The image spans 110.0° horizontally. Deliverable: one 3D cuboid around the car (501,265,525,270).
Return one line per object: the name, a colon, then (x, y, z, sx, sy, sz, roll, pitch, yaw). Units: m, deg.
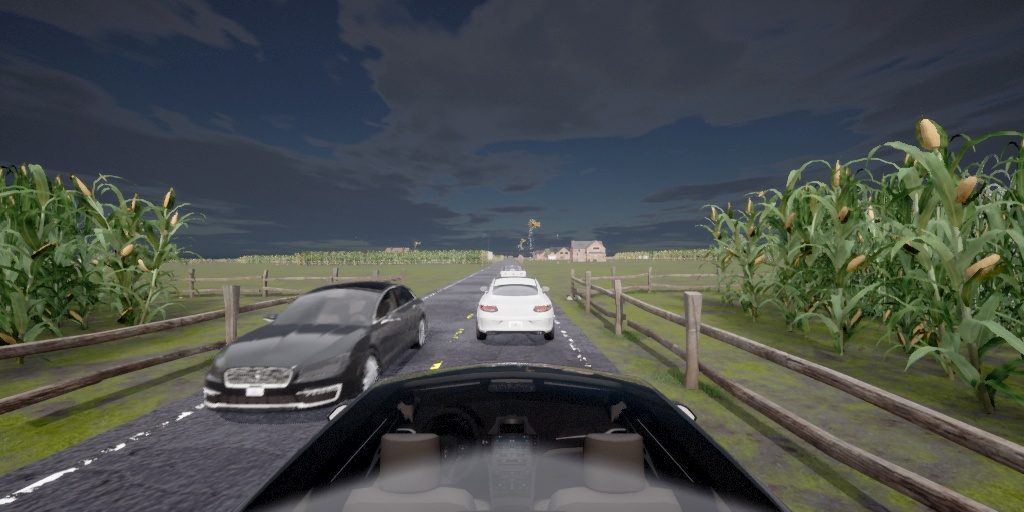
car: (0.074, 1.369, 28.335, 1.895, 1.301, 4.718, 0, 0, -1)

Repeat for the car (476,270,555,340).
car: (0.079, 1.279, 9.865, 1.812, 1.442, 4.674, 0, 0, 0)

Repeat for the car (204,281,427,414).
car: (-2.853, 1.256, 6.407, 1.837, 1.490, 4.892, 0, 0, 0)
